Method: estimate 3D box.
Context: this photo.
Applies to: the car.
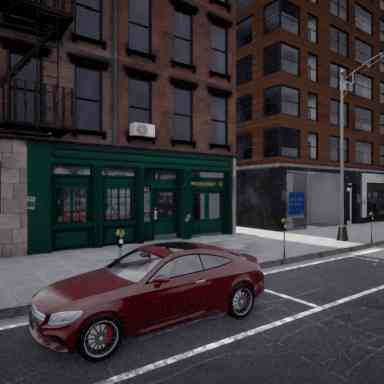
[{"bbox_3d":[-0.520,1.582,5.824,4.206,1.307,1.802,0,0,-36],"label":"car"}]
